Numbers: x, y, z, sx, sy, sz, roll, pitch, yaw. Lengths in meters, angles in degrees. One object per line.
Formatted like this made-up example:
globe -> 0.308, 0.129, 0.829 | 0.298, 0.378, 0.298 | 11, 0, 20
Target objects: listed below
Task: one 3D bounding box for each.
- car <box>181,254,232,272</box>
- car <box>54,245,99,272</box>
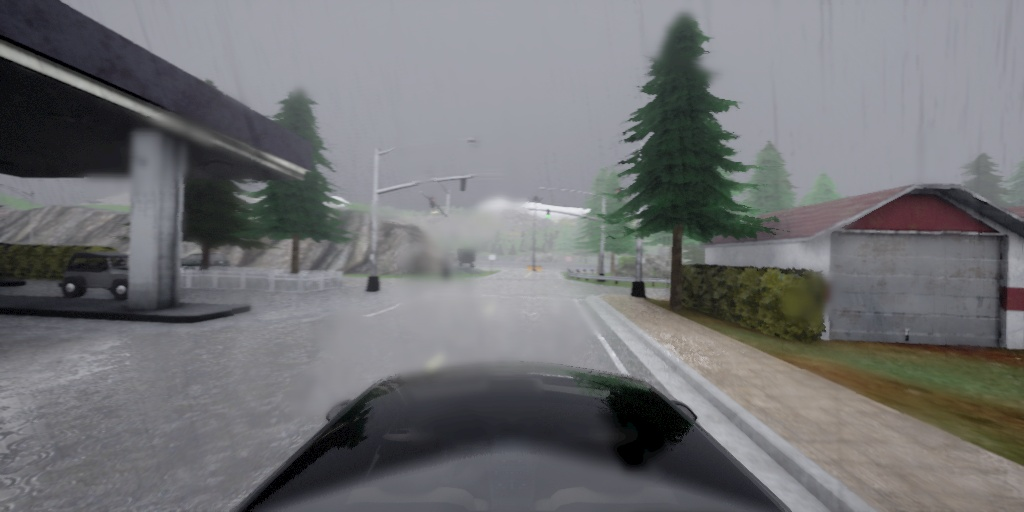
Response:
car -> -27.050, 0.576, 31.107 | 4.553, 1.767, 2.097 | 2, 0, 6
car -> -41.695, 0.027, 32.659 | 5.566, 2.045, 2.150 | 2, 0, 6
